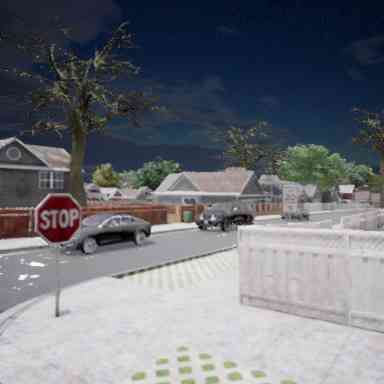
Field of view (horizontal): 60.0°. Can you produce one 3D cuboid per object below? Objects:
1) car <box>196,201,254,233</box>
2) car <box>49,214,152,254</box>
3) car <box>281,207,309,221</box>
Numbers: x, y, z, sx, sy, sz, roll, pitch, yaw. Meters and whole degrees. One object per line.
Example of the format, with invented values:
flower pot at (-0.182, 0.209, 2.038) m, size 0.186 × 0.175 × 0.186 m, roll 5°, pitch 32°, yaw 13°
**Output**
car at (2.543, 1.695, 23.981) m, size 2.150 × 2.045 × 5.566 m, roll 0°, pitch -1°, yaw 36°
car at (-3.943, 1.764, 15.100) m, size 2.128 × 1.511 × 4.902 m, roll 0°, pitch -1°, yaw 36°
car at (11.086, 2.319, 35.651) m, size 1.994 × 1.385 × 4.181 m, roll 0°, pitch -1°, yaw 36°
